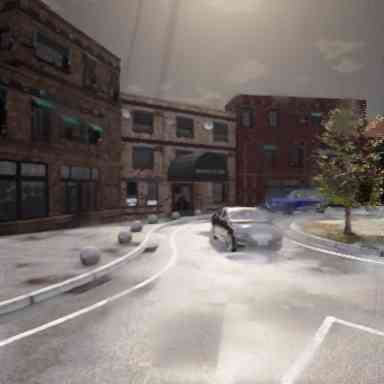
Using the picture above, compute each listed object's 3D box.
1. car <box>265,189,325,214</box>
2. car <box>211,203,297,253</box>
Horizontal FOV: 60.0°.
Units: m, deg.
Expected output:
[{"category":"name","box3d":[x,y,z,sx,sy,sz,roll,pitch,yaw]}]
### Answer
[{"category":"car","box3d":[8.536,0.785,27.106,5.566,2.045,2.150,-1,1,-24]},{"category":"car","box3d":[1.981,1.345,13.199,2.128,1.511,4.902,0,1,-7]}]
